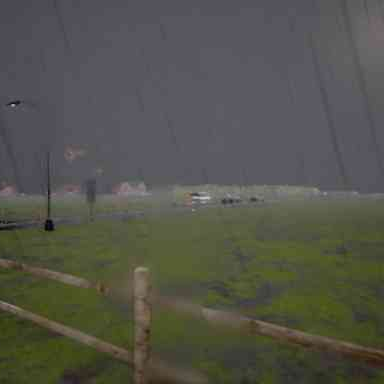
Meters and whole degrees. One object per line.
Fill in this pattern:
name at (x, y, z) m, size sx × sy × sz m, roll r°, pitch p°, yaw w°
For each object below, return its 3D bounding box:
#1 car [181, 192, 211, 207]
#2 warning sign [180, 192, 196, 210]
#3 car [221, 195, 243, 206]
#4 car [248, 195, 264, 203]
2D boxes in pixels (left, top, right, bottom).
car at (0.572, 1.018, 46.404) m, size 2.150 × 2.045 × 5.566 m, roll 0°, pitch 0°, yaw 31°
warning sign at (-0.434, 0.941, 34.403) m, size 1.300 × 1.860 × 1.060 m, roll -1°, pitch 0°, yaw 31°
car at (6.125, 1.239, 50.093) m, size 1.882 × 1.535 × 5.008 m, roll 0°, pitch 0°, yaw 31°
car at (11.341, 1.249, 58.929) m, size 1.812 × 1.442 × 4.674 m, roll 0°, pitch 0°, yaw 31°
